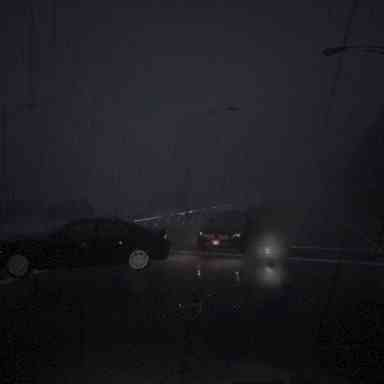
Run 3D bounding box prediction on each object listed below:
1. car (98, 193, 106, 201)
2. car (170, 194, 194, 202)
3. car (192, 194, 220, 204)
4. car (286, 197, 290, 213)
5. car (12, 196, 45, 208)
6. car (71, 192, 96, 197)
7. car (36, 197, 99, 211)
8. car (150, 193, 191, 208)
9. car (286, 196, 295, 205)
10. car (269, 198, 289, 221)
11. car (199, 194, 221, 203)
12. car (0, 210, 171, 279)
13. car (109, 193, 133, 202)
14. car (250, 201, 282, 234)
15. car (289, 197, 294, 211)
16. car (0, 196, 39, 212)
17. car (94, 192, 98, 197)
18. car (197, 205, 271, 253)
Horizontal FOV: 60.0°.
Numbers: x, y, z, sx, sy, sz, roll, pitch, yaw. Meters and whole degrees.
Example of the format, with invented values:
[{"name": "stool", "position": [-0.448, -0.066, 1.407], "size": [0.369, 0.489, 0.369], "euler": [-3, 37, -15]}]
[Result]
[{"name": "car", "position": [-20.256, 1.013, 70.938], "size": [3.866, 1.878, 1.905], "euler": [0, 0, 18]}, {"name": "car", "position": [-2.145, 1.257, 68.698], "size": [4.514, 1.523, 2.007], "euler": [0, 0, 18]}, {"name": "car", "position": [1.626, 1.125, 56.792], "size": [5.027, 1.636, 2.152], "euler": [0, 0, 18]}, {"name": "car", "position": [7.728, 1.486, 30.528], "size": [1.837, 1.490, 4.892], "euler": [0, 0, 19]}, {"name": "car", "position": [-21.725, 1.273, 44.277], "size": [3.633, 1.501, 1.845], "euler": [0, 0, 18]}, {"name": "car", "position": [-18.496, 1.248, 53.734], "size": [4.514, 1.523, 2.007], "euler": [0, 0, 18]}, {"name": "car", "position": [-9.052, 1.356, 24.212], "size": [3.633, 1.501, 1.845], "euler": [0, 0, 18]}, {"name": "car", "position": [-2.992, 1.074, 41.781], "size": [4.605, 1.855, 1.932], "euler": [0, 0, 18]}, {"name": "car", "position": [11.633, 1.482, 42.125], "size": [1.837, 1.490, 4.892], "euler": [0, 0, 19]}, {"name": "car", "position": [5.854, 1.474, 24.963], "size": [2.128, 1.511, 4.902], "euler": [0, 0, 19]}, {"name": "car", "position": [3.367, 1.201, 62.977], "size": [3.806, 1.475, 1.970], "euler": [0, 0, 18]}, {"name": "car", "position": [-3.147, 1.475, 9.889], "size": [5.008, 1.535, 1.882], "euler": [0, 0, -16]}, {"name": "car", "position": [-13.848, 1.045, 65.313], "size": [4.605, 1.855, 1.932], "euler": [0, 0, 18]}, {"name": "car", "position": [3.947, 1.490, 19.316], "size": [1.837, 1.490, 4.892], "euler": [0, 0, 19]}, {"name": "car", "position": [9.764, 1.543, 36.568], "size": [1.994, 1.385, 4.181], "euler": [0, 0, 19]}, {"name": "car", "position": [-15.134, 1.356, 29.404], "size": [3.806, 1.475, 1.970], "euler": [0, 0, 18]}, {"name": "car", "position": [-21.896, 1.298, 67.982], "size": [3.806, 1.475, 1.970], "euler": [0, 0, 18]}, {"name": "car", "position": [1.804, 1.514, 13.906], "size": [1.812, 1.442, 4.674], "euler": [0, 0, 24]}]
